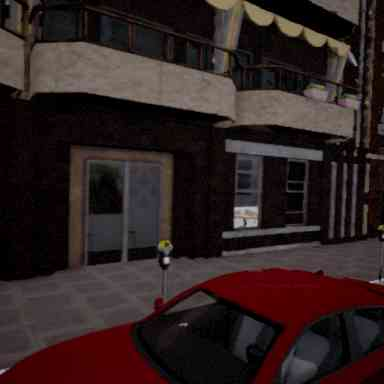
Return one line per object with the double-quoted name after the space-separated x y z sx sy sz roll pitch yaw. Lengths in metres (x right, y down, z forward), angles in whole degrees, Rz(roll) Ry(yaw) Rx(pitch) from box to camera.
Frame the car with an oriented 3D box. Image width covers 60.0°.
0.634 1.465 2.953 4.507 1.381 1.887 1 2 -33 "car"
